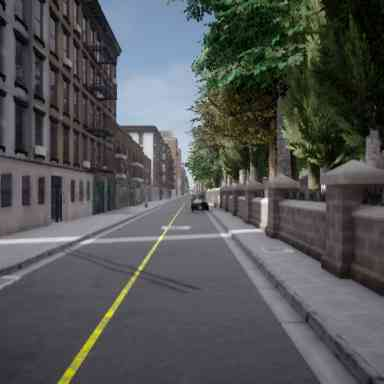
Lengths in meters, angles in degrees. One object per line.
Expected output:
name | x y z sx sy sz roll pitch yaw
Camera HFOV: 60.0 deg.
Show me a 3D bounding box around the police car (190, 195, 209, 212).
police car | 0.900 1.466 38.206 1.930 1.638 5.238 0 0 0
